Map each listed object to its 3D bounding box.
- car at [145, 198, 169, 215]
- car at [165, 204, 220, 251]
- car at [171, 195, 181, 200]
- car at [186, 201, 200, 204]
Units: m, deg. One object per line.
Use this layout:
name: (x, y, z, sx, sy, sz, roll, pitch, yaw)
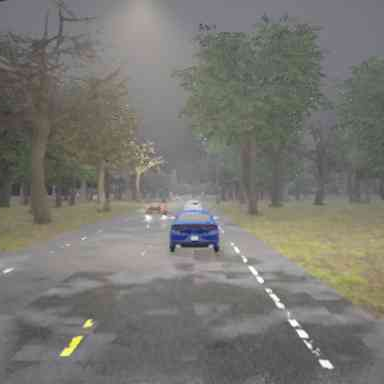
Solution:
car: (-3.606, 1.380, 34.600, 2.097, 1.767, 4.553, 0, 0, 0)
car: (0.093, 1.476, 14.179, 1.882, 1.535, 5.008, 0, 0, 0)
car: (-3.526, 1.341, 74.992, 2.097, 1.767, 4.553, 0, 0, 0)
car: (0.089, 1.546, 32.135, 1.812, 1.442, 4.674, 0, 0, 0)
